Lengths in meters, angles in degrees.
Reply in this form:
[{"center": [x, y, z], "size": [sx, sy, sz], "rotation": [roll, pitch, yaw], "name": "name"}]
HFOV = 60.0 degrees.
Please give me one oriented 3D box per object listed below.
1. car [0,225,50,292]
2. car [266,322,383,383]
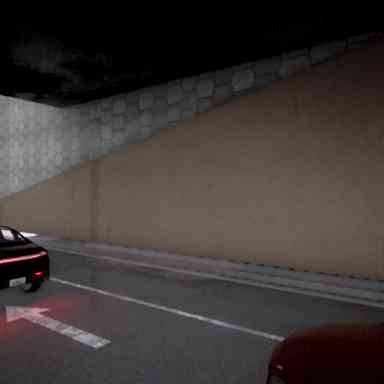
[{"center": [-5.274, 1.489, 7.703], "size": [4.902, 1.511, 2.128], "rotation": [0, 0, 35], "name": "car"}, {"center": [2.734, 1.526, 1.934], "size": [4.674, 1.442, 1.812], "rotation": [0, 0, 36], "name": "car"}]
